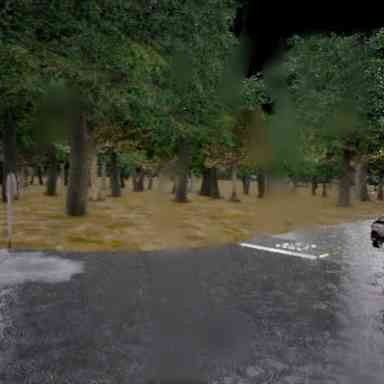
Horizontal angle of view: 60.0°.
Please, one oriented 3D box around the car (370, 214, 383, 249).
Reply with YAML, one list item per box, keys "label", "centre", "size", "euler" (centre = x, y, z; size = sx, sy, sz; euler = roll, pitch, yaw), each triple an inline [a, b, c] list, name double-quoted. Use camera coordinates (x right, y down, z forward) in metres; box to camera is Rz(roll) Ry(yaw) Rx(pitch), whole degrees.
- label: "car"
  centre: [8.670, 1.425, 13.130]
  size: [4.902, 1.511, 2.128]
  euler: [0, 2, -44]
